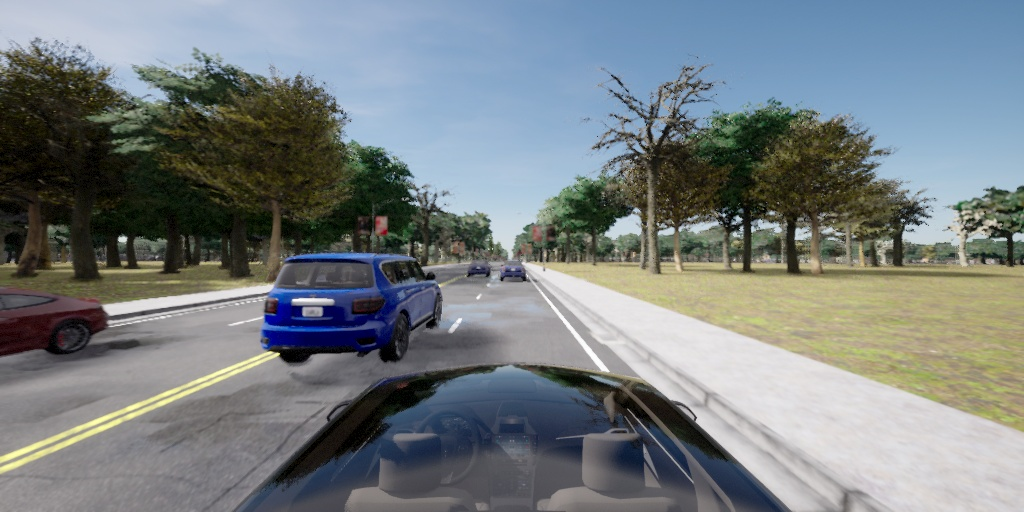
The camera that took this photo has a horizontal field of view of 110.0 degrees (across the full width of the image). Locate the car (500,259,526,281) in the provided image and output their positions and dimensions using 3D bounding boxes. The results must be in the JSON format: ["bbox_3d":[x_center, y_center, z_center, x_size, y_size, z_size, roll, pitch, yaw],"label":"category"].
[{"bbox_3d":[0.091,1.121,30.690,2.097,1.767,4.553,0,0,0],"label":"car"}]

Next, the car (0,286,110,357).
[{"bbox_3d":[-9.842,1.277,6.017,1.812,1.442,4.674,0,0,0],"label":"car"}]

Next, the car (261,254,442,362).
[{"bbox_3d":[-3.152,0.973,8.345,2.150,2.045,5.566,0,0,0],"label":"car"}]

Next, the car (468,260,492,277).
[{"bbox_3d":[-3.162,1.131,36.019,2.097,1.767,4.553,0,0,0],"label":"car"}]
